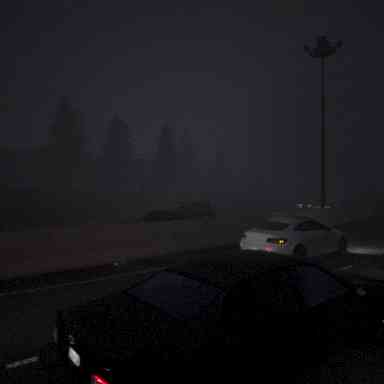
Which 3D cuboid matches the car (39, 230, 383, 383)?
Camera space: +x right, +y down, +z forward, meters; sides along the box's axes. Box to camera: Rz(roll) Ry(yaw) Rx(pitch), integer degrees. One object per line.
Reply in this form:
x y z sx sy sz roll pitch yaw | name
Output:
0.899 1.556 4.595 5.357 1.411 2.033 0 0 -38 | car

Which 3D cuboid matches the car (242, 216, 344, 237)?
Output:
3.578 1.545 11.429 4.674 1.442 1.812 0 0 -41 | car

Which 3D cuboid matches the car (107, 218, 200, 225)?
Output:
-2.085 1.560 16.009 4.674 1.442 1.812 0 0 -41 | car
